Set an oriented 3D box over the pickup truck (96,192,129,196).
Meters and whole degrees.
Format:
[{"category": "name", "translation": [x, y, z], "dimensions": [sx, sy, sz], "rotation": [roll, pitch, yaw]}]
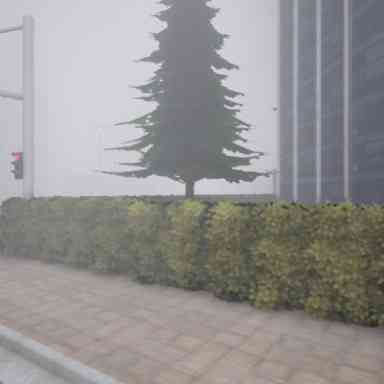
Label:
[{"category": "pickup truck", "translation": [-13.225, 1.009, 55.851], "dimensions": [6.274, 2.098, 2.390], "rotation": [0, 0, -24]}]
